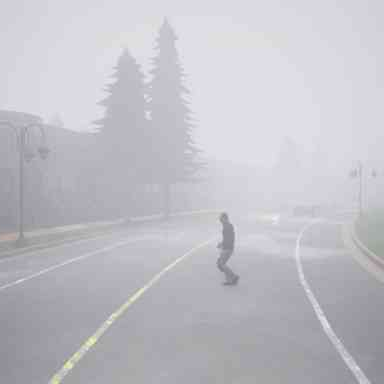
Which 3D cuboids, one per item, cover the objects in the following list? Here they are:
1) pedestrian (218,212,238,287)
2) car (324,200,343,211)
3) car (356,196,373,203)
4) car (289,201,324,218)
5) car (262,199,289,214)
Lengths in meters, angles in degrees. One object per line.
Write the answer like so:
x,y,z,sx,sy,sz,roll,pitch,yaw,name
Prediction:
0.828,1.294,7.860,0.375,1.860,0.375,0,0,11,pedestrian
17.449,1.600,41.537,1.895,1.301,4.718,0,0,36,car
34.496,1.467,66.461,4.902,1.511,2.128,0,0,-44,car
10.620,1.525,30.679,1.812,1.442,4.674,0,0,30,car
8.950,1.491,35.102,2.128,1.511,4.902,0,0,32,car
